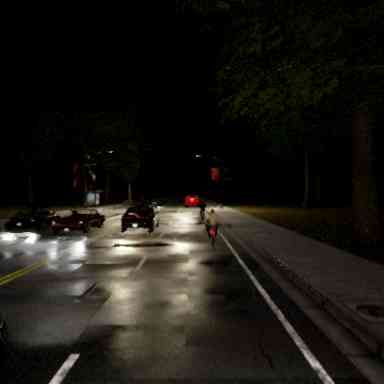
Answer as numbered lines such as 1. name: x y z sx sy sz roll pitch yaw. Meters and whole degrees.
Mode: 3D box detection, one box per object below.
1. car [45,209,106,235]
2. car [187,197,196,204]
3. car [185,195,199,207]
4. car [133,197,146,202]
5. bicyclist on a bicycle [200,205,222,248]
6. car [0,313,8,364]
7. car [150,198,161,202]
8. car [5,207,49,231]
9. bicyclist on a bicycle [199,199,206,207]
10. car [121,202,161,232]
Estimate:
1. car: -6.615 1.694 19.768 1.895 1.301 4.718 0 0 0
2. car: -0.064 1.896 73.590 2.033 1.411 5.357 0 0 0
3. car: 0.054 1.482 55.538 2.150 2.045 5.566 0 -1 0
4. car: -9.832 1.802 62.430 1.837 1.490 4.892 0 0 1
5. bicyclist on a bicycle: 0.867 1.504 14.129 0.866 1.612 1.509 0 0 0
6. car: -3.149 1.516 2.101 1.837 1.490 4.892 0 0 0
7. car: -6.599 1.814 60.194 1.812 1.442 4.674 0 0 1
8. car: -9.866 1.663 20.975 1.994 1.385 4.181 0 0 0
9. bicyclist on a bicycle: 0.871 1.501 27.470 0.659 1.776 1.843 0 0 0
10. car: -3.167 1.603 20.871 1.837 1.490 4.892 0 0 0
